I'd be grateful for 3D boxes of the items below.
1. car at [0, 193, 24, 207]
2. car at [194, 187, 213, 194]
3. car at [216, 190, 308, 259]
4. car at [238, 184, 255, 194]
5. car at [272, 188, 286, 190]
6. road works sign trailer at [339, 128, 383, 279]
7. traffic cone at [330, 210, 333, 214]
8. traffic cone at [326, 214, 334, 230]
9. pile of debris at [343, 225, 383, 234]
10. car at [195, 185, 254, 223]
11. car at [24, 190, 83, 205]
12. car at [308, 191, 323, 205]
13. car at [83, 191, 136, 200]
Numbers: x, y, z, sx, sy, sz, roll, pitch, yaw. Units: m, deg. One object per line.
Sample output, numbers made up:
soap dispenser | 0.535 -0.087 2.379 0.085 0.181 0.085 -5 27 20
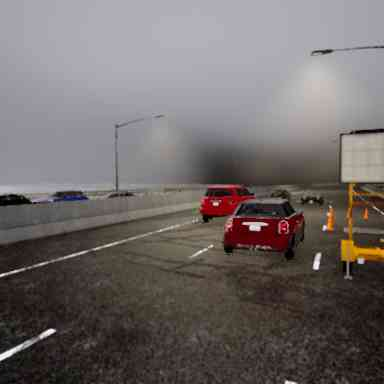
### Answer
car | -14.564 0.848 25.143 1.837 1.490 4.892 0 2 23
car | 2.220 -0.272 63.141 1.895 1.301 4.718 0 2 25
car | 2.651 0.995 11.504 2.097 1.767 4.553 0 2 23
car | 10.656 -0.623 64.827 2.097 1.767 4.553 0 2 25
car | 9.539 0.383 36.180 1.837 1.490 4.892 0 2 24
road works sign trailer | 5.073 0.180 8.534 2.380 3.560 2.880 0 2 23
traffic cone | 7.267 1.398 17.431 0.340 0.580 0.340 0 2 23
traffic cone | 6.477 1.457 15.595 0.340 0.580 0.340 0 2 23
pile of debris | 7.846 1.676 15.013 1.860 0.140 1.500 0 2 23
car | 2.287 0.632 19.521 2.150 2.045 5.566 0 2 23
car | -10.299 0.640 26.187 2.097 1.767 4.553 0 2 23
car | 12.107 0.548 33.326 1.895 1.301 4.718 0 2 24
car | -6.174 0.748 26.911 1.837 1.490 4.892 0 2 23
